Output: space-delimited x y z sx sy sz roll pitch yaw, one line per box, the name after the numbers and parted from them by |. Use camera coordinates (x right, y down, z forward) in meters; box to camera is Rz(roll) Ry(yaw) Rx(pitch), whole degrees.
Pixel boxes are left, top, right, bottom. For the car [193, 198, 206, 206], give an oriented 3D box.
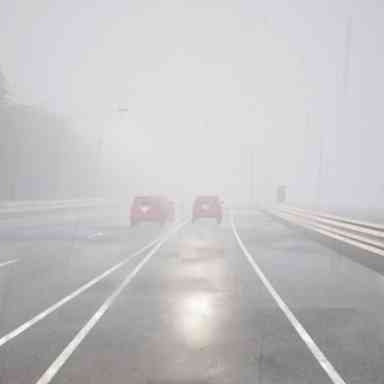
1.415 1.668 58.132 1.895 1.301 4.718 1 0 6 | car

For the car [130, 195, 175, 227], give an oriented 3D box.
-2.572 1.220 22.718 2.150 2.045 5.566 0 0 6 | car

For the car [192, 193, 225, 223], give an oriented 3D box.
1.317 1.258 26.275 2.150 2.045 5.566 0 0 7 | car

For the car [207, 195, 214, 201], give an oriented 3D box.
5.365 1.708 94.330 1.812 1.442 4.674 0 0 6 | car
